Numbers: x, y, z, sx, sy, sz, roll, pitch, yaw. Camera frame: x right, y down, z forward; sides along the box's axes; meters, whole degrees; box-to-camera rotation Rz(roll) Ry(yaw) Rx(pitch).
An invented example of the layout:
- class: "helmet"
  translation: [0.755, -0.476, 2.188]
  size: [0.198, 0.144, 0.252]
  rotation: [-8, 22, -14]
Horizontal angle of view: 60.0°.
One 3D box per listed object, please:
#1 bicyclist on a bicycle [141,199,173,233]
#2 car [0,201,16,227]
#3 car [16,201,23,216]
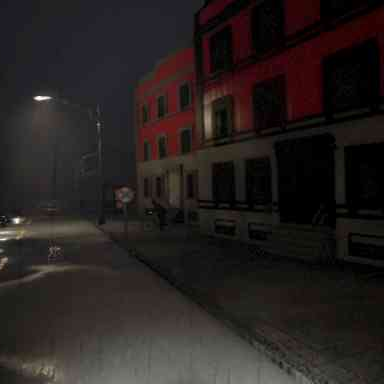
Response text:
- class: "bicyclist on a bicycle"
  translation: [-1.709, 1.179, 16.400]
  size: [1.656, 1.620, 0.582]
  rotation: [-2, 1, -23]
- class: "car"
  translation: [-13.573, 1.541, 22.808]
  size: [1.882, 1.535, 5.008]
  rotation: [-2, 1, -23]
- class: "car"
  translation: [-17.507, 1.573, 32.065]
  size: [1.812, 1.442, 4.674]
  rotation: [-2, 1, -23]
